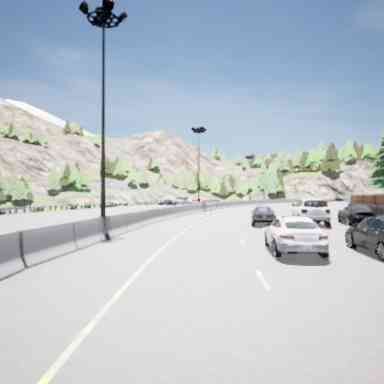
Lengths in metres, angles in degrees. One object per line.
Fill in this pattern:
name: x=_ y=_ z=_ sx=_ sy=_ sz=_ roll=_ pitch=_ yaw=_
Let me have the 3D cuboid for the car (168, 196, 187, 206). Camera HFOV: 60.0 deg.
car: x=-2.325 y=1.988 z=71.751 sx=2.150 sy=2.045 sz=5.566 roll=0 pitch=-1 yaw=23

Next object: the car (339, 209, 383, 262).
car: x=7.442 y=1.642 z=12.549 sx=1.837 sy=1.490 sz=4.892 roll=0 pitch=0 yaw=5

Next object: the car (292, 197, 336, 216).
car: x=8.991 y=1.496 z=25.363 sx=2.150 sy=2.045 sz=5.566 roll=0 pitch=0 yaw=10

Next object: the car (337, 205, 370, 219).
car: x=12.632 y=1.782 z=25.721 sx=1.837 sy=1.490 sz=4.892 roll=0 pitch=0 yaw=11

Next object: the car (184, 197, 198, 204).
car: x=0.787 y=2.223 z=70.128 sx=1.882 sy=1.535 sz=5.008 roll=0 pitch=-1 yaw=23

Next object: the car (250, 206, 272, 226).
car: x=5.524 y=1.824 z=25.856 sx=2.033 sy=1.411 sz=5.357 roll=0 pitch=-1 yaw=10

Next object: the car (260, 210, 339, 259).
car: x=3.986 y=1.667 z=13.143 sx=1.812 sy=1.442 sz=4.674 roll=0 pitch=0 yaw=6

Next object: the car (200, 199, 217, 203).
car: x=3.898 y=2.253 z=68.519 sx=1.812 sy=1.442 sz=4.674 roll=0 pitch=-1 yaw=23

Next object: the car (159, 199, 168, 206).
car: x=-5.407 y=2.304 z=73.420 sx=1.812 sy=1.442 sz=4.674 roll=0 pitch=-1 yaw=23
